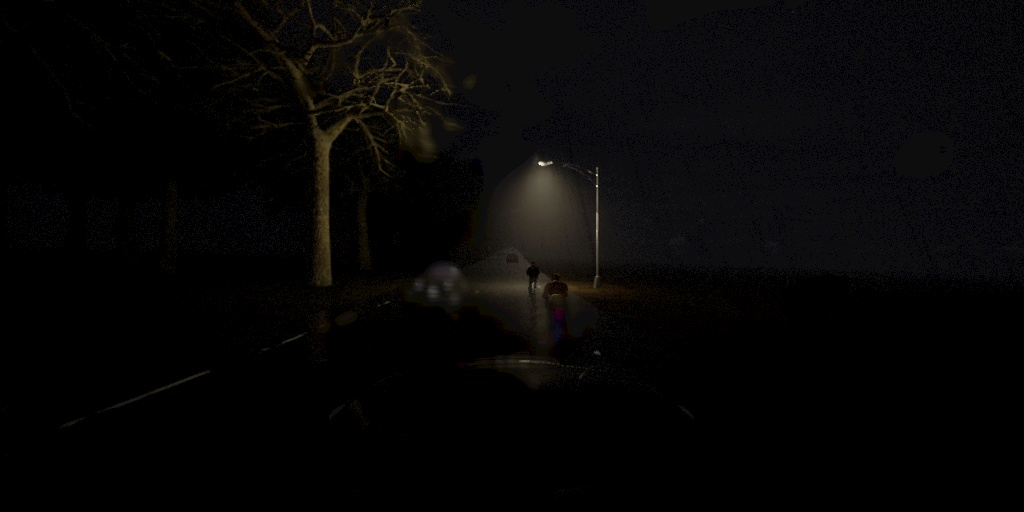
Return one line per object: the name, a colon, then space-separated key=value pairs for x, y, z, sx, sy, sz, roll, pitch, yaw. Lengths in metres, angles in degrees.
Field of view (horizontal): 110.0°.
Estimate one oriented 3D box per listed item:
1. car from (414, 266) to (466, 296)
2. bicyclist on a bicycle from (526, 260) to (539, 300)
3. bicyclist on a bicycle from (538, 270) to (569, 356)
car: x=-3.601 y=1.236 z=19.011 sx=2.033 sy=1.411 sz=5.357 roll=0 pitch=0 yaw=0
bicyclist on a bicycle: x=0.963 y=1.078 z=16.408 sx=0.659 sy=1.776 sz=1.843 roll=0 pitch=1 yaw=0
bicyclist on a bicycle: x=0.963 y=1.195 z=7.692 sx=0.582 sy=1.620 sz=1.656 roll=0 pitch=0 yaw=0
